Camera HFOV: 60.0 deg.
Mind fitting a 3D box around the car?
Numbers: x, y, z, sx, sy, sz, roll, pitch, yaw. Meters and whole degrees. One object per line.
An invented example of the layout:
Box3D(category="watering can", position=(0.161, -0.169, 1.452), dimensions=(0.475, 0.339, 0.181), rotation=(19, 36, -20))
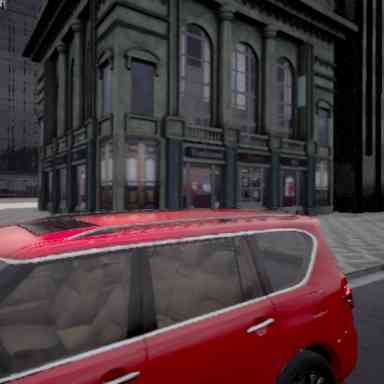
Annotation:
Box3D(category="car", position=(-0.918, 1.221, 2.695), dimensions=(5.566, 2.045, 2.150), rotation=(0, 0, -35))
